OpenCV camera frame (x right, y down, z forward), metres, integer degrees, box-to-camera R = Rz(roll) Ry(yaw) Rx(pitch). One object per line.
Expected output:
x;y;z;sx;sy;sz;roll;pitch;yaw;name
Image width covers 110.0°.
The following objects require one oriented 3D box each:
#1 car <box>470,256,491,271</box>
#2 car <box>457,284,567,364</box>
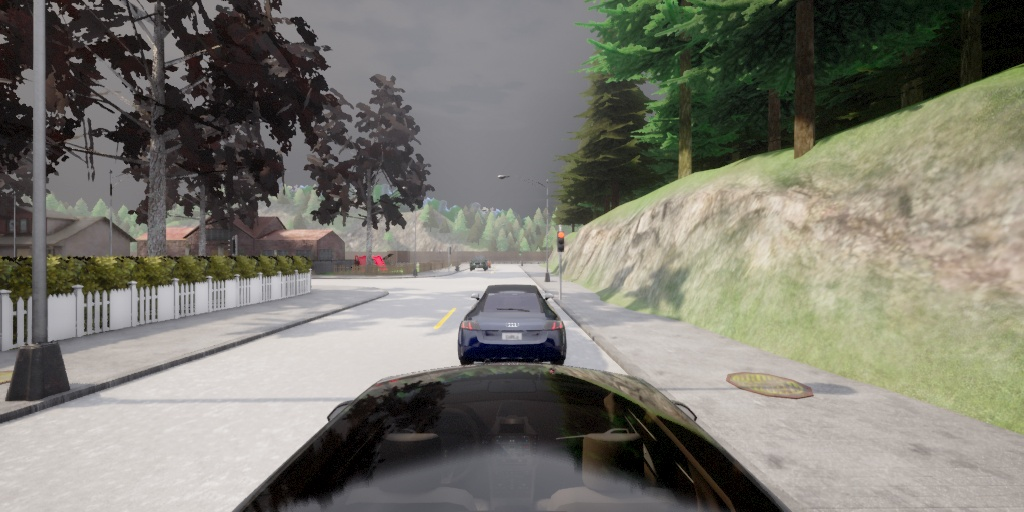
-4.529;0.972;49.488;2.150;2.045;5.566;0;0;0;car
0.005;1.314;8.002;1.994;1.385;4.181;0;0;0;car
